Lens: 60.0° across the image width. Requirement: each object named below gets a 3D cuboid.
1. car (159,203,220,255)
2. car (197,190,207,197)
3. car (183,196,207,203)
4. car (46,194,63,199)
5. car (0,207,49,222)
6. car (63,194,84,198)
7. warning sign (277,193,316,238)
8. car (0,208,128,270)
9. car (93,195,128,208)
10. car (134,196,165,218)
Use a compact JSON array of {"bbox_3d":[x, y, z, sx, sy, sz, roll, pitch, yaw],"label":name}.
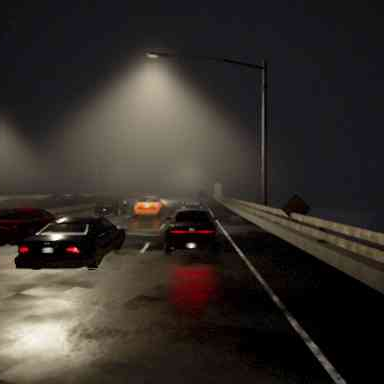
[{"bbox_3d":[0.004,1.399,12.857,1.837,1.490,4.892,0,1,1],"label":"car"},{"bbox_3d":[2.291,0.680,73.929,2.150,2.045,5.566,0,0,2],"label":"car"},{"bbox_3d":[0.080,1.341,27.999,1.994,1.385,4.181,0,1,1],"label":"car"},{"bbox_3d":[-23.937,1.117,58.850,2.033,1.411,5.357,0,0,2],"label":"car"},{"bbox_3d":[-6.985,1.363,13.983,1.882,1.535,5.008,0,1,1],"label":"car"},{"bbox_3d":[-20.454,1.094,58.741,1.812,1.442,4.674,0,0,2],"label":"car"},{"bbox_3d":[4.491,0.995,14.383,1.300,1.860,1.060,-1,0,0],"label":"warning sign"},{"bbox_3d":[-3.520,1.459,10.663,2.033,1.411,5.357,0,0,0],"label":"car"},{"bbox_3d":[-6.904,1.249,28.942,1.882,1.535,5.008,0,1,1],"label":"car"},{"bbox_3d":[-3.425,1.131,27.702,2.097,1.767,4.553,0,0,1],"label":"car"}]
